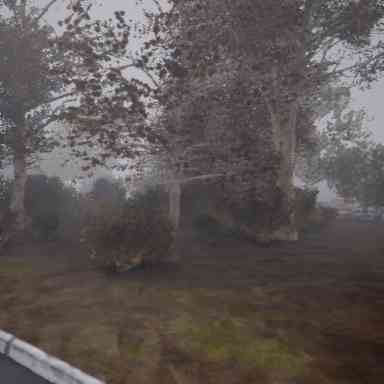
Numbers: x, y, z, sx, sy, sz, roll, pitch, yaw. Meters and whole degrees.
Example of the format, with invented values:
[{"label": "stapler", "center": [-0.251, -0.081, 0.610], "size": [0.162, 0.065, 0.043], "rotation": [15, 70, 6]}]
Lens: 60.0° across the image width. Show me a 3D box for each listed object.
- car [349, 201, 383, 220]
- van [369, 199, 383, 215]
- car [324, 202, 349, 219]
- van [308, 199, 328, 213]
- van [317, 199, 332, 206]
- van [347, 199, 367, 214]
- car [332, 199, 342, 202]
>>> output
[{"label": "car", "center": [19.596, 2.049, 36.887], "size": [2.435, 2.045, 5.566], "rotation": [0, 0, 36]}, {"label": "van", "center": [26.779, 2.110, 47.724], "size": [1.878, 1.987, 4.442], "rotation": [0, 0, 36]}, {"label": "car", "center": [17.252, 2.302, 38.381], "size": [1.946, 1.575, 5.366], "rotation": [0, 0, 36]}, {"label": "van", "center": [19.957, 2.126, 52.640], "size": [1.878, 1.987, 4.442], "rotation": [0, 0, 36]}, {"label": "van", "center": [15.041, 2.085, 40.060], "size": [1.878, 1.987, 4.442], "rotation": [0, 0, 36]}, {"label": "van", "center": [24.504, 2.115, 49.363], "size": [1.878, 1.987, 4.442], "rotation": [0, 0, 36]}, {"label": "car", "center": [22.314, 2.096, 51.120], "size": [2.435, 2.045, 5.566], "rotation": [0, 0, 36]}]
